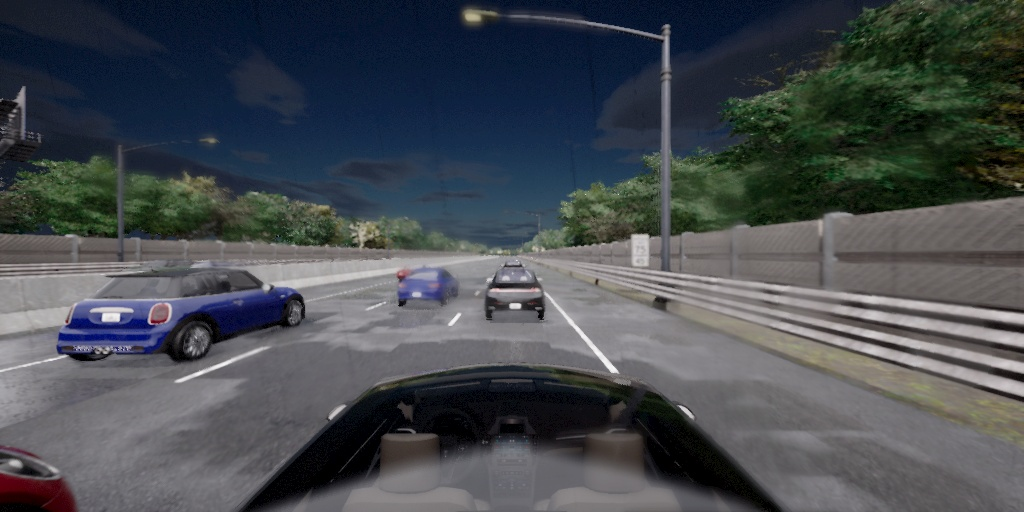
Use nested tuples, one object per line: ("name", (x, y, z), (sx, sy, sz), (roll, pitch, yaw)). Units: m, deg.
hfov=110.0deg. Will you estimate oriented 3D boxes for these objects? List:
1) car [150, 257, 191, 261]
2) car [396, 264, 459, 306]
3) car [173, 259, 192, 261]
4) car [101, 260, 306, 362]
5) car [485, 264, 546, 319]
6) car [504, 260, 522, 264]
("car", (-24.596, 0.985, 25.250), (2.097, 1.767, 4.553), (0, 0, 0))
("car", (-3.399, 1.205, 15.093), (1.812, 1.442, 4.674), (0, 0, 0))
("car", (-17.598, 1.137, 22.203), (2.128, 1.511, 4.902), (0, 0, 0))
("car", (-6.900, 1.065, 8.300), (2.097, 1.767, 4.553), (0, 0, 0))
("car", (0.100, 1.183, 12.490), (2.128, 1.511, 4.902), (0, 0, 0))
("car", (0.102, 1.106, 30.062), (2.128, 1.511, 4.902), (0, 0, 0))
